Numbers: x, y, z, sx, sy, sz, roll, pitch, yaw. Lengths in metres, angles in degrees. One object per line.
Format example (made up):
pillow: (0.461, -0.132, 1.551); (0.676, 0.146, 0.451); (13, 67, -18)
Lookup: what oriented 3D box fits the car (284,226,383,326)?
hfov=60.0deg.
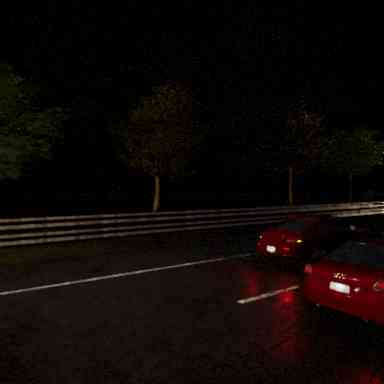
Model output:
car: (4.065, 1.531, 6.643); (4.181, 1.385, 1.994); (0, 0, -35)

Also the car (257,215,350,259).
car: (4.180, 1.480, 11.024); (4.674, 1.442, 1.812); (0, 0, -35)
